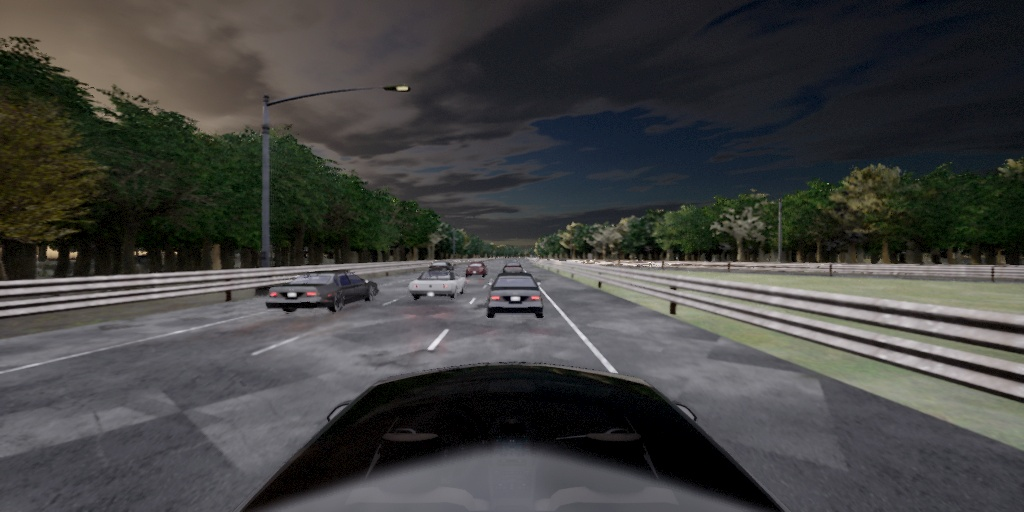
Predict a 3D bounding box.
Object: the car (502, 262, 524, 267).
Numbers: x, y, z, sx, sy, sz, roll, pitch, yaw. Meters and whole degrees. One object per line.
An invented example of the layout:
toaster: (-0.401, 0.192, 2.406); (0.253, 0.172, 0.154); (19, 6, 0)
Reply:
car: (0.090, 1.261, 33.794); (2.128, 1.511, 4.902); (0, 0, 0)

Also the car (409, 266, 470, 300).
car: (-3.401, 1.342, 17.283); (1.895, 1.301, 4.718); (1, -1, 0)

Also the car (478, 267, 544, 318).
car: (0.099, 1.299, 13.005); (2.033, 1.411, 5.357); (0, 0, 0)

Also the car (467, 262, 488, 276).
car: (-3.410, 1.296, 34.981); (1.812, 1.442, 4.674); (0, 0, 0)

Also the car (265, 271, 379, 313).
car: (-6.908, 1.266, 13.745); (2.033, 1.411, 5.357); (0, 0, 0)

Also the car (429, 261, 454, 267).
car: (-6.909, 1.249, 35.454); (1.882, 1.535, 5.008); (0, 0, 0)
